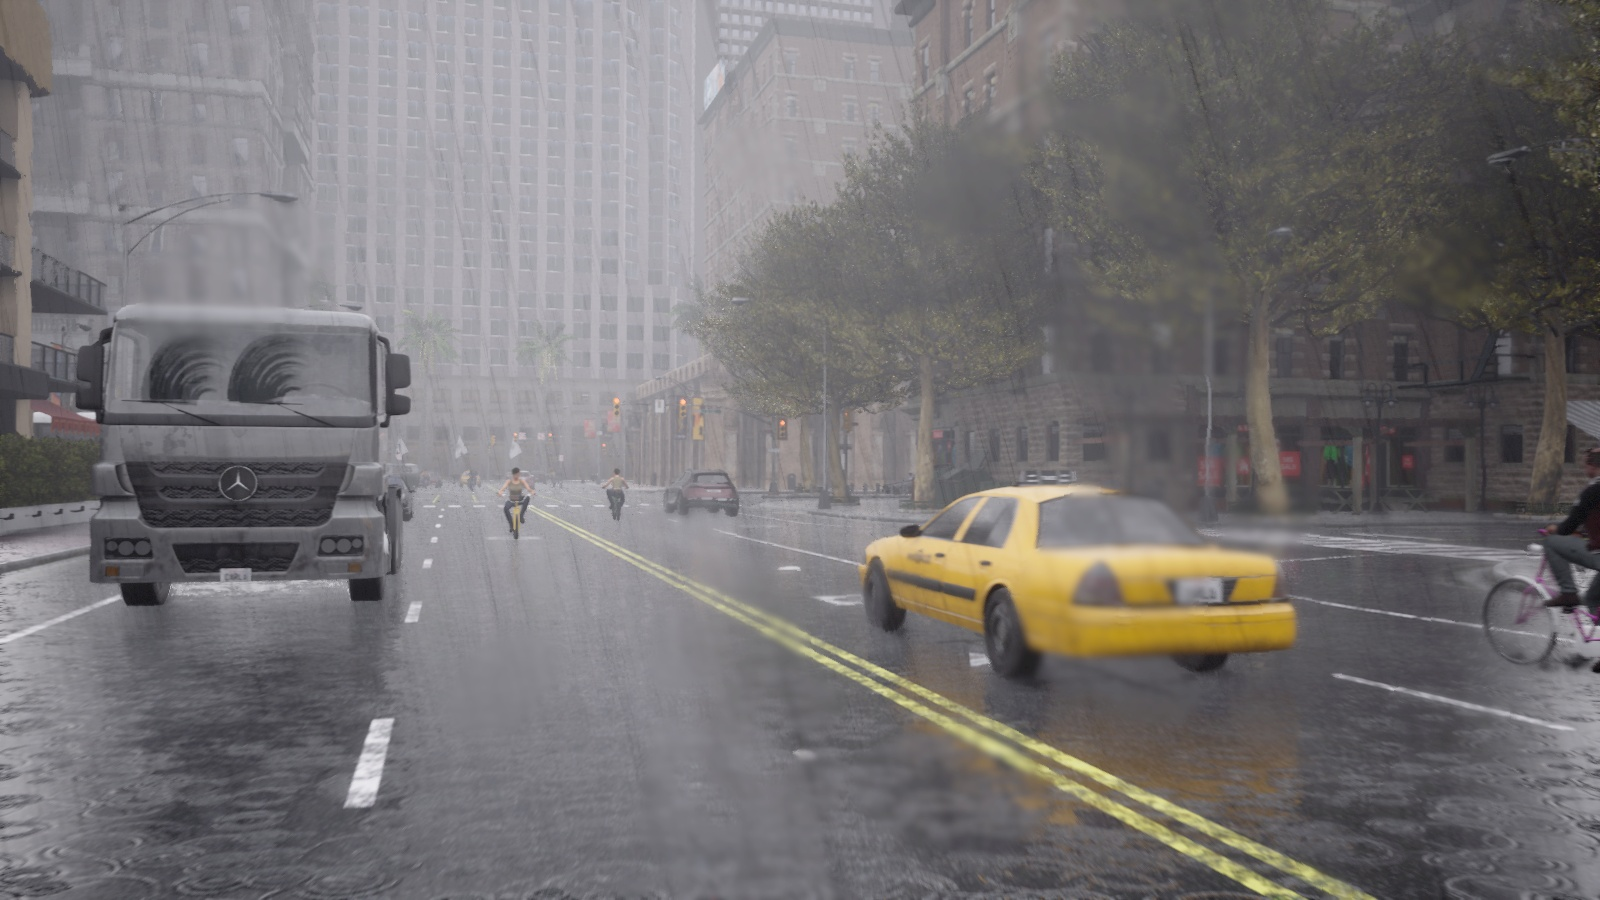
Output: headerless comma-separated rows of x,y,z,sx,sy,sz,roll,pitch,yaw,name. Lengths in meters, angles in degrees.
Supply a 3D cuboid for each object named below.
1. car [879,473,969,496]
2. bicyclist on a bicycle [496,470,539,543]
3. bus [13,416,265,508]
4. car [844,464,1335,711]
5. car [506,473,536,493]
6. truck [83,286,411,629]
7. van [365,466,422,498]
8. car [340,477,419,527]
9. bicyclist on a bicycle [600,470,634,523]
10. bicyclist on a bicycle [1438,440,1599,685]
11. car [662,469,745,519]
7.931,2.183,80.414,5.357,1.411,2.033,0,-1,-14,car
-6.398,1.255,28.408,0.866,1.612,1.509,0,-1,-15,bicyclist on a bicycle
-32.046,0.602,61.511,10.273,4.253,3.944,0,-1,-15,bus
2.043,0.929,10.871,1.801,1.575,5.366,0,-1,-15,car
-21.089,2.460,94.785,1.970,1.475,3.806,0,-1,-16,car
-6.872,0.144,16.872,2.891,3.462,7.936,0,-1,-15,truck
-26.378,2.046,81.600,1.775,1.987,4.442,0,-1,7,van
-12.980,1.571,39.029,2.033,1.411,5.357,0,-1,-15,car
-5.699,1.430,38.945,0.866,1.612,1.509,0,-2,-15,bicyclist on a bicycle
5.951,0.826,9.789,0.659,1.776,1.843,0,-1,-15,bicyclist on a bicycle
-3.448,1.498,43.962,2.033,1.649,4.856,0,-1,-15,car
